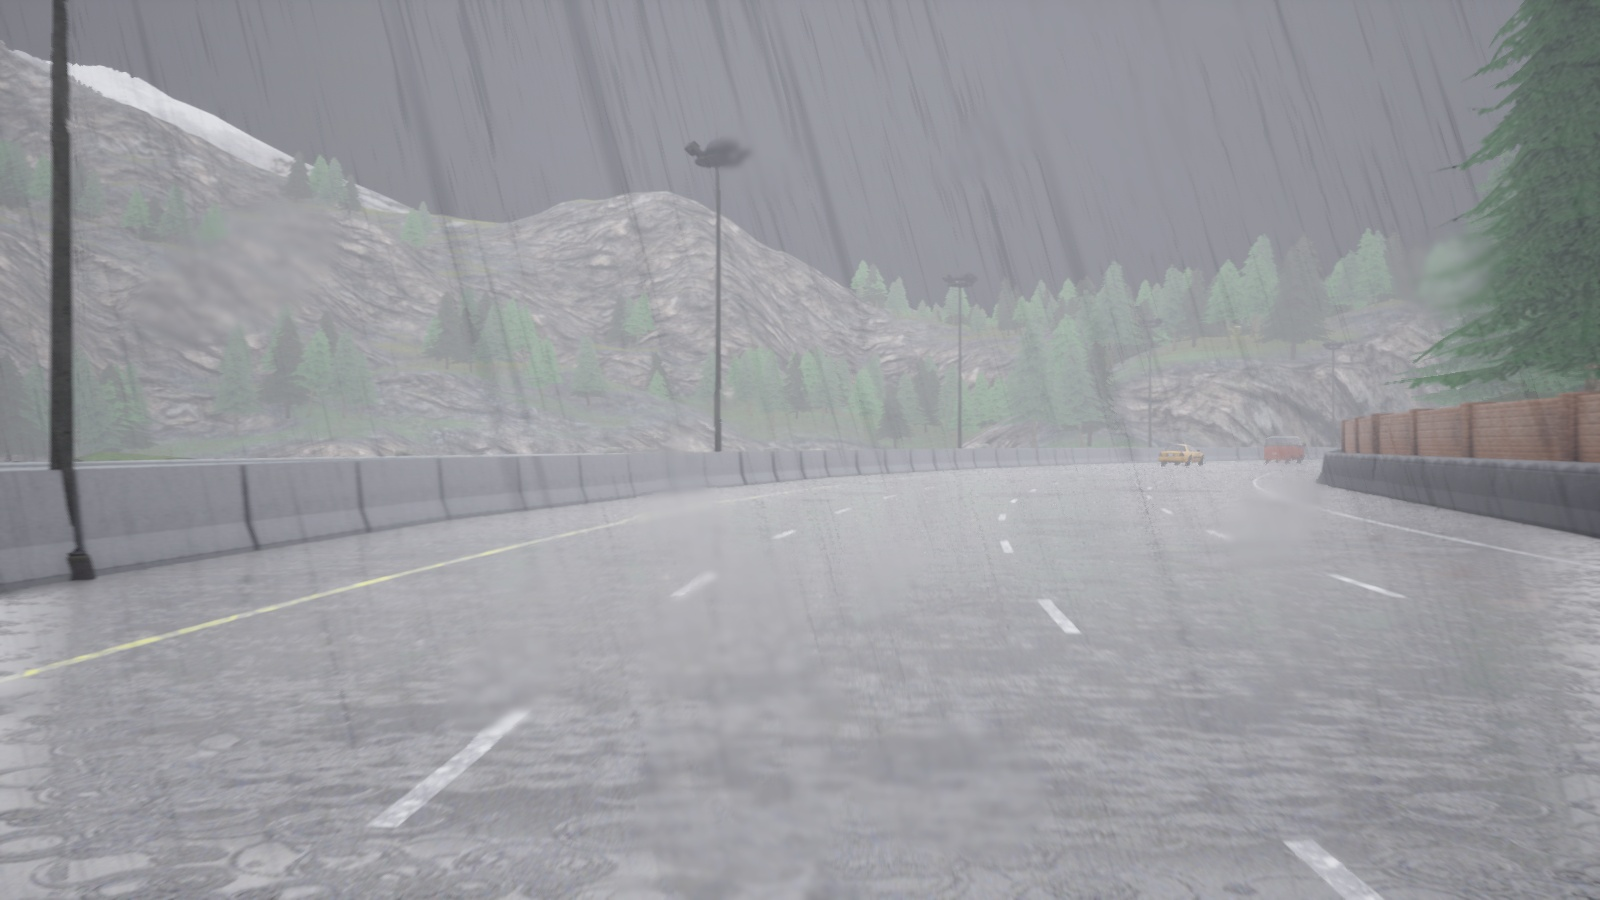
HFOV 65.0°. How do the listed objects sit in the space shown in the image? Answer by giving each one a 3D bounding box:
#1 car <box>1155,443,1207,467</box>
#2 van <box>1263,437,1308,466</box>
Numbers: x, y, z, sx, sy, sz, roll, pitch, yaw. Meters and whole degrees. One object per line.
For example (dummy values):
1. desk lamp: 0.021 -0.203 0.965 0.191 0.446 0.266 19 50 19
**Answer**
1. car: 25.110 0.305 82.583 1.801 1.575 5.366 1 0 33
2. van: 34.859 0.108 90.131 1.775 1.987 4.442 0 0 38
